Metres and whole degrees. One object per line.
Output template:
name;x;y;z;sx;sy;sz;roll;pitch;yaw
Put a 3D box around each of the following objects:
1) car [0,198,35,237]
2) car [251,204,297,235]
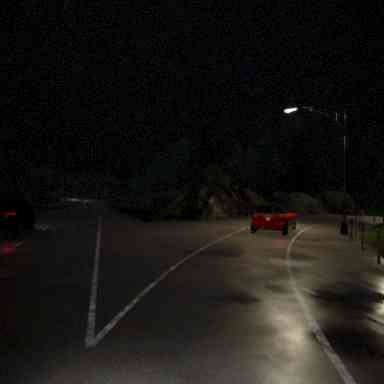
car;-10.640;1.371;19.134;2.150;2.045;5.566;1;-1;-15
car;5.196;1.539;20.710;2.097;1.767;4.553;1;0;25
